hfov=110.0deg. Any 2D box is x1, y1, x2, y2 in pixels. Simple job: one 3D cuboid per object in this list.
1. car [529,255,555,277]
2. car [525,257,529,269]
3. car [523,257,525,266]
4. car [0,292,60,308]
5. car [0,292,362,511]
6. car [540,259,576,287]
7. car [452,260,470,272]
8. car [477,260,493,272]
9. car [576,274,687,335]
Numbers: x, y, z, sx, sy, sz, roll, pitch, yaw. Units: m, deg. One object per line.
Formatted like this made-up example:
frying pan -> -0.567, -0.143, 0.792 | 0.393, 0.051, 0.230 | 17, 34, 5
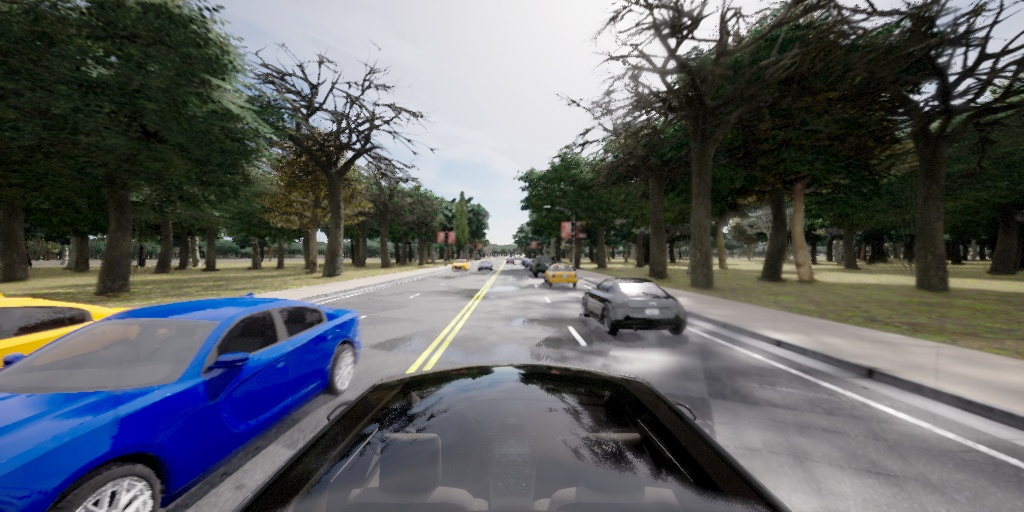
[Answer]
car -> 3.194, 0.960, 35.298 | 2.150, 2.045, 5.566 | 0, 0, 0
car -> 3.150, 1.219, 46.274 | 2.128, 1.511, 4.902 | 0, 0, 0
car -> 3.094, 1.240, 57.280 | 1.812, 1.442, 4.674 | 0, 0, 0
car -> -6.600, 1.228, 3.758 | 1.882, 1.535, 5.008 | 0, 0, 0
car -> -3.350, 1.228, 3.760 | 1.882, 1.535, 5.008 | 0, 0, 0
car -> 3.225, 1.202, 24.454 | 1.801, 1.575, 5.366 | 0, 0, 0
car -> -6.677, 1.205, 47.075 | 1.882, 1.535, 5.008 | 0, 0, 0
car -> -3.428, 1.275, 46.989 | 2.033, 1.411, 5.357 | 0, 0, 0
car -> 3.347, 1.311, 10.572 | 1.994, 1.385, 4.181 | 0, 0, 0
